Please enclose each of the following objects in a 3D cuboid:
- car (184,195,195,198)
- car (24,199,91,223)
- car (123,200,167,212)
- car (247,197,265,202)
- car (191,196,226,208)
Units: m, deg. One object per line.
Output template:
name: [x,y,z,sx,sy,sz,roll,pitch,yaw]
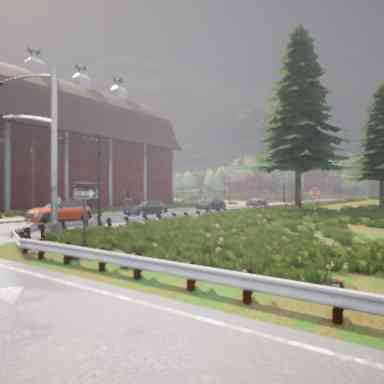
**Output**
car: [-0.527,1.504,82.810,1.816,1.474,4.193,0,0,36]
car: [-9.755,1.367,24.401,2.097,1.767,4.553,0,0,37]
car: [-4.386,1.517,31.647,1.837,1.490,4.892,0,1,37]
car: [9.866,1.539,50.781,1.812,1.442,4.674,0,0,37]
car: [2.322,1.520,40.692,1.837,1.490,4.892,0,0,37]
